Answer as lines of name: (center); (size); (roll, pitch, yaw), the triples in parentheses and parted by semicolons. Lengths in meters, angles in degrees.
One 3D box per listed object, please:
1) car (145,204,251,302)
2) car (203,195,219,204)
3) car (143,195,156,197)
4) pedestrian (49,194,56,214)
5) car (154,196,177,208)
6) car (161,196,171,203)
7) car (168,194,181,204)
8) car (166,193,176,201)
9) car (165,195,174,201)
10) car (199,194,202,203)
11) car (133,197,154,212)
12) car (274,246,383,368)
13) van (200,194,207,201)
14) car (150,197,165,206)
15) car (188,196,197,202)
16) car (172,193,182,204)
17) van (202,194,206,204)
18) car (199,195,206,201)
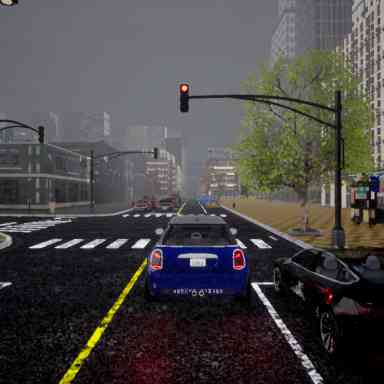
car: (0.112, 1.353, 8.417); (2.097, 1.767, 4.553); (0, 0, 0)
car: (2.752, 1.528, 43.948); (1.752, 1.417, 4.829); (0, 0, 0)
car: (-5.627, 1.318, 43.787); (2.192, 1.841, 5.009); (0, 0, 0)
pedestrian: (-12.709, 1.039, 30.250); (0.375, 1.860, 0.375); (0, -1, -1)
car: (-3.041, 1.528, 38.522); (1.812, 1.442, 4.674); (0, 0, -2)
car: (-5.591, 1.532, 71.373); (1.752, 1.417, 4.829); (0, 0, 0)
car: (-3.032, 1.481, 48.556); (1.882, 1.535, 5.008); (0, 0, 0)
car: (-5.568, 1.324, 88.196); (2.192, 1.841, 5.009); (0, 0, 0)
car: (-5.576, 1.559, 82.645); (2.008, 1.369, 4.403); (0, 0, 0)
car: (2.774, 1.556, 60.432); (2.008, 1.369, 4.403); (0, 0, 0)
car: (-5.636, 1.585, 38.236); (1.802, 1.307, 4.206); (0, 0, 0)
car: (2.701, 1.566, 5.749); (1.947, 1.339, 4.313); (0, 0, 0)
van: (2.806, 1.349, 82.636); (1.690, 1.788, 3.998); (0, 0, 0)
car: (-5.613, 1.555, 54.890); (2.008, 1.369, 4.403); (0, 0, 0)
car: (0.107, 1.548, 79.251); (2.033, 1.411, 5.357); (0, 0, 0)
car: (-2.986, 1.229, 60.562); (2.150, 2.045, 5.566); (0, 0, 0)
van: (2.761, 1.345, 49.330); (1.690, 1.788, 3.998); (0, 0, 0)
car: (2.812, 1.534, 88.357); (1.752, 1.417, 4.829); (0, 0, 0)
